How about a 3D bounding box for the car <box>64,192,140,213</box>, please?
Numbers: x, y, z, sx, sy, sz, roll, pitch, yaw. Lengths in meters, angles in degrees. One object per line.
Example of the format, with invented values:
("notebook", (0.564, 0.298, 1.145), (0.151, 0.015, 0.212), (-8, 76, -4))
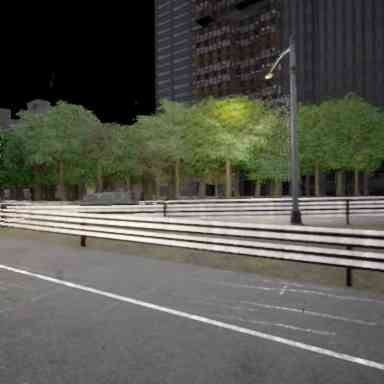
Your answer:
("car", (-6.765, 1.074, 25.118), (5.566, 2.045, 2.150), (-1, 0, 9))
